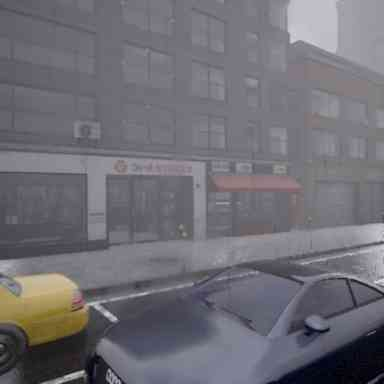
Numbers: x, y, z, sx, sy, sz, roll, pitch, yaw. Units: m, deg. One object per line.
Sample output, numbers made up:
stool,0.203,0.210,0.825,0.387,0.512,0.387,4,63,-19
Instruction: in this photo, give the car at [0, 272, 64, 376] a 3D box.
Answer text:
car,-3.783,1.520,3.963,4.829,1.417,1.752,0,-1,-36

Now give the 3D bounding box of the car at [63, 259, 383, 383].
car,0.946,1.581,3.931,4.181,1.385,1.994,0,0,-36
